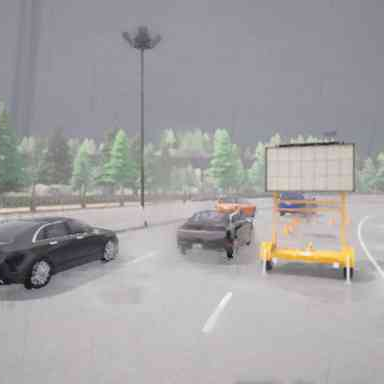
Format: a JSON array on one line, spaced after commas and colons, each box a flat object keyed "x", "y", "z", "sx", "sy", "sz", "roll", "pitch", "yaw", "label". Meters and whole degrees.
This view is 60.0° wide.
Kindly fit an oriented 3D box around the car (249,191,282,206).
[{"x": 10.635, "y": 0.873, "z": 48.017, "sx": 2.150, "sy": 2.045, "sz": 5.566, "roll": 0, "pitch": 0, "yaw": 42, "label": "car"}]

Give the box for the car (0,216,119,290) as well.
[{"x": -3.826, "y": 1.430, "z": 9.068, "sx": 1.837, "sy": 1.490, "sz": 4.892, "roll": 0, "pitch": 1, "yaw": 18, "label": "car"}]

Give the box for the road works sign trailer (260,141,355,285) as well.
[{"x": 3.352, "y": 0.396, "z": 9.579, "sx": 2.380, "sy": 3.560, "sz": 2.880, "roll": 0, "pitch": 0, "yaw": 23, "label": "road works sign trailer"}]

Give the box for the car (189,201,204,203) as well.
[{"x": 1.625, "y": 0.989, "z": 48.131, "sx": 2.097, "sy": 1.767, "sz": 4.553, "roll": 1, "pitch": 1, "yaw": 39, "label": "car"}]

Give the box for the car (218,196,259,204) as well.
[{"x": 3.416, "y": 1.163, "z": 25.563, "sx": 2.097, "sy": 1.767, "sz": 4.553, "roll": 0, "pitch": 1, "yaw": 28, "label": "car"}]

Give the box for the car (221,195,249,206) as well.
[{"x": 6.230, "y": 1.208, "z": 48.199, "sx": 1.994, "sy": 1.385, "sz": 4.181, "roll": 0, "pitch": 1, "yaw": 41, "label": "car"}]

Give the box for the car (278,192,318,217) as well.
[{"x": 9.234, "y": 1.018, "z": 28.612, "sx": 2.150, "sy": 2.045, "sz": 5.566, "roll": 0, "pitch": 0, "yaw": 32, "label": "car"}]

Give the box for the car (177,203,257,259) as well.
[{"x": 1.039, "y": 1.399, "z": 12.287, "sx": 2.128, "sy": 1.511, "sz": 4.902, "roll": 0, "pitch": 0, "yaw": 21, "label": "car"}]
